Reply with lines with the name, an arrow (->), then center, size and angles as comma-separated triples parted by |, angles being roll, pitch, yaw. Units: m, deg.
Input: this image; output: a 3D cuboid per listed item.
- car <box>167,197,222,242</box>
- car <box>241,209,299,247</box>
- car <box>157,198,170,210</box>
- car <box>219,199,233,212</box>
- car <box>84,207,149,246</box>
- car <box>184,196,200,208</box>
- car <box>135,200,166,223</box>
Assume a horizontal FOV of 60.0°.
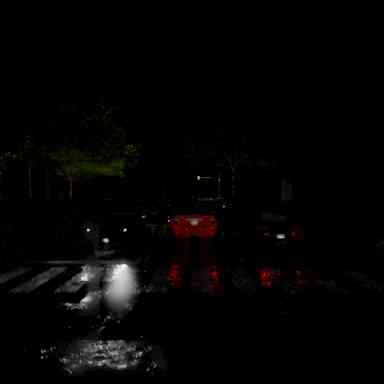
car -> 0.109, 1.324, 16.360 | 2.097, 1.767, 4.553 | 0, 0, 0
car -> 3.356, 1.501, 14.865 | 1.812, 1.442, 4.674 | 0, 0, 0
car -> -3.316, 1.404, 38.697 | 1.882, 1.535, 5.008 | 0, 0, 0
car -> 3.364, 1.494, 36.941 | 1.994, 1.385, 4.181 | 0, 0, 0
car -> -3.340, 1.576, 15.185 | 1.895, 1.301, 4.718 | 0, 0, 0
car -> 0.015, 1.398, 46.225 | 2.128, 1.511, 4.902 | 0, 0, 0
car -> -3.335, 1.519, 25.152 | 1.994, 1.385, 4.181 | 0, 0, 0
